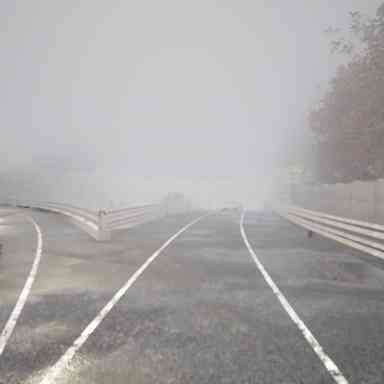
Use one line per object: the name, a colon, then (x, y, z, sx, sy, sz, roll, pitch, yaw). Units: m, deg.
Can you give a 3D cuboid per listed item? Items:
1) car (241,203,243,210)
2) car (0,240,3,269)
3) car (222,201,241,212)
car: (9.178, 2.863, 66.246, 1.837, 1.490, 4.892, 0, -4, 12)
car: (-5.807, 1.501, 7.865, 1.812, 1.442, 4.674, 1, 0, -21)
car: (4.852, 1.786, 41.776, 1.895, 1.301, 4.718, 0, -1, 10)
